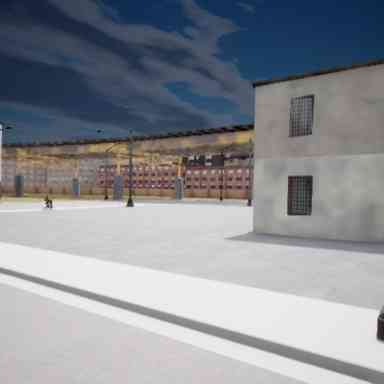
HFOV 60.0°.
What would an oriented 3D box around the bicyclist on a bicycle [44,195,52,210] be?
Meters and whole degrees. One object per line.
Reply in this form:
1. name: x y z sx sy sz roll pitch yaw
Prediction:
1. bicyclist on a bicycle: -16.154 1.182 37.313 1.656 1.620 0.582 1 1 34
